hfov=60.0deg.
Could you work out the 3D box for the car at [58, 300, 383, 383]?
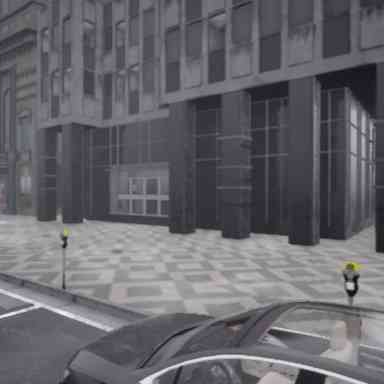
[{"bbox_3d":[0.789,1.551,2.397,4.403,1.369,2.008,0,0,36],"label":"car"}]
